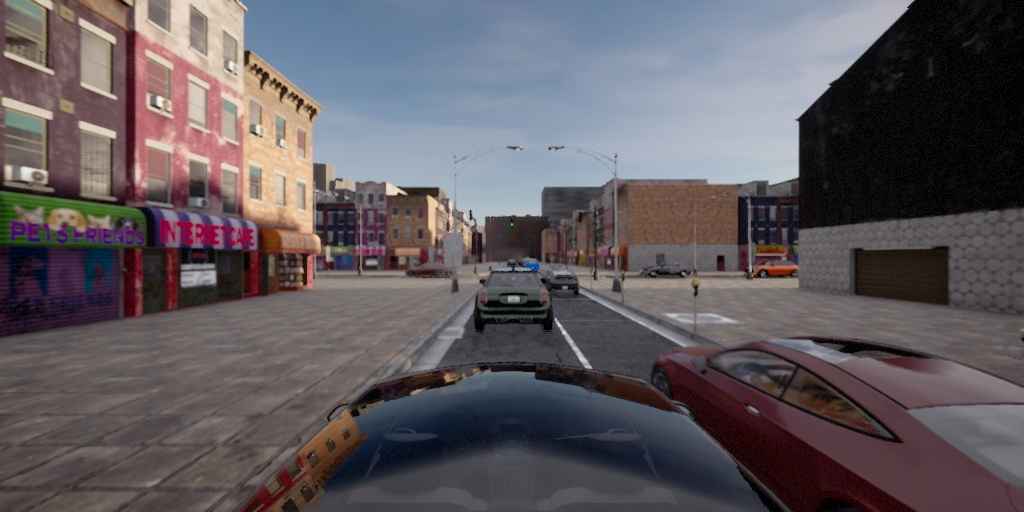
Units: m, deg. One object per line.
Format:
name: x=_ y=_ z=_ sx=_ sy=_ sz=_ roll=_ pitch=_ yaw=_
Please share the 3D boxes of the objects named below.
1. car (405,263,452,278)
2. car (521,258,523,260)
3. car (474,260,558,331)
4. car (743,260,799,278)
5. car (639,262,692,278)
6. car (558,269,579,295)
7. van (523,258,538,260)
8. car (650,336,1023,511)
car: x=-8.150 y=1.388 z=35.413 sx=4.674 sy=1.442 sz=1.812 roll=0 pitch=-1 yaw=4
car: x=2.643 y=1.362 z=52.530 sx=1.967 sy=1.591 sz=4.097 roll=0 pitch=0 yaw=0
car: x=0.029 y=1.124 z=11.244 sx=2.097 sy=1.767 sz=4.553 roll=0 pitch=0 yaw=0
car: x=25.271 y=1.205 z=35.050 sx=4.553 sy=1.767 sz=2.097 roll=0 pitch=0 yaw=1
car: x=14.988 y=1.347 z=35.100 sx=4.902 sy=1.511 sz=2.128 roll=0 pitch=0 yaw=0
car: x=2.640 y=1.349 z=20.053 sx=2.007 sy=1.370 sz=4.403 roll=0 pitch=0 yaw=0
van: x=2.642 y=1.241 z=47.055 sx=1.690 sy=1.789 sz=3.998 roll=0 pitch=0 yaw=0
car: x=2.638 y=1.334 z=3.016 sx=1.802 sy=1.307 sz=4.207 roll=0 pitch=0 yaw=0
